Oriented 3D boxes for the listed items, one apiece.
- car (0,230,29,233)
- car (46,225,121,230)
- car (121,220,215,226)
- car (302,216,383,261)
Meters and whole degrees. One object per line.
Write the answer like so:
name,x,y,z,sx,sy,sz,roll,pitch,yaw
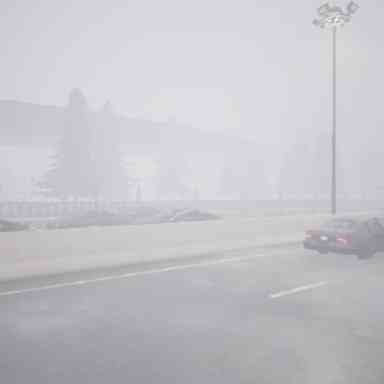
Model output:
car,-8.020,1.504,11.056,4.892,1.490,1.837,1,0,-35
car,-5.318,1.599,17.275,4.181,1.385,1.994,0,0,-36
car,-0.619,1.547,16.329,4.902,1.511,2.128,0,0,-36
car,6.493,1.626,12.681,5.357,1.411,2.033,0,0,-36
